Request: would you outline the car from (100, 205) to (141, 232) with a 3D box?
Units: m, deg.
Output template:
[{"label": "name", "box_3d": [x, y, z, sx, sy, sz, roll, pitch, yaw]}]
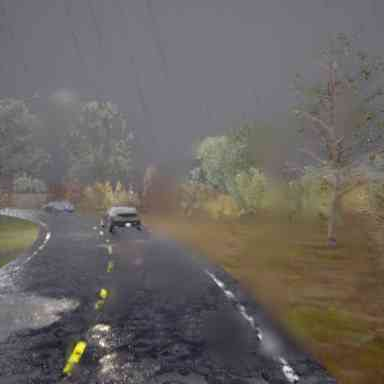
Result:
[{"label": "car", "box_3d": [-4.456, 1.570, 20.603, 1.837, 1.490, 4.892, 0, 0, -22]}]

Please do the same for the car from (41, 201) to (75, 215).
[{"label": "car", "box_3d": [-14.845, 1.688, 36.708, 2.033, 1.411, 5.357, 0, 0, -43]}]
